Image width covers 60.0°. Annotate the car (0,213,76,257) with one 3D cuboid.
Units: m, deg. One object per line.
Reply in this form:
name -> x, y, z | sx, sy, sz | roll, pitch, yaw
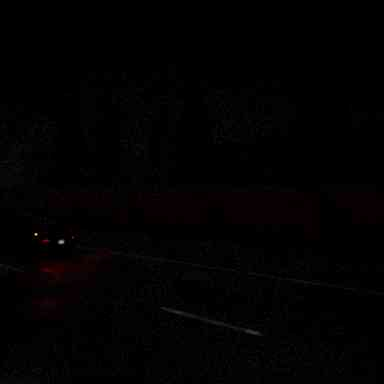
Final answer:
car -> -6.392, 1.527, 12.846 | 4.674, 1.442, 1.812 | 0, 0, 36
